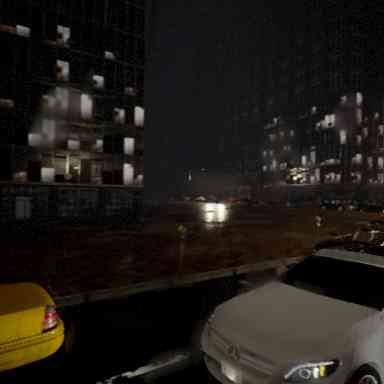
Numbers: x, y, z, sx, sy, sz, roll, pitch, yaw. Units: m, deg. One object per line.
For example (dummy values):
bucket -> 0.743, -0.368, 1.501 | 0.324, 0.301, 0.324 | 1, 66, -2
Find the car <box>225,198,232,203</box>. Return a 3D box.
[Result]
car -> 9.471, 1.982, 79.672 | 1.802, 1.307, 4.206 | 1, -1, -23

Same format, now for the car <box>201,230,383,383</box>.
car -> 2.314, 1.526, 4.573 | 4.674, 1.442, 1.812 | 0, 0, -34

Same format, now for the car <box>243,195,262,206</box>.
car -> 11.039, 1.591, 55.984 | 1.967, 1.590, 4.097 | 1, -1, -23

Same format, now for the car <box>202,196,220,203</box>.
car -> 4.440, 1.663, 71.408 | 1.967, 1.590, 4.097 | 1, -1, -23

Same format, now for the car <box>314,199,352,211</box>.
car -> 17.636, 1.629, 40.559 | 2.008, 1.369, 4.403 | 1, -1, -23

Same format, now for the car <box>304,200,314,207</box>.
car -> 20.408, 1.806, 54.111 | 1.752, 1.417, 4.829 | 1, -1, -23

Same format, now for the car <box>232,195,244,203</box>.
car -> 11.676, 1.691, 74.531 | 2.192, 1.841, 5.009 | 1, -1, -23

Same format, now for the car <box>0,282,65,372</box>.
car -> -3.887, 1.519, 3.306 | 4.829, 1.417, 1.752 | 0, 1, -36

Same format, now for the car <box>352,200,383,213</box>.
car -> 19.835, 1.620, 35.418 | 1.947, 1.339, 4.313 | 1, -1, -23

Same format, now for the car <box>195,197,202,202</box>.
car -> 2.306, 1.772, 76.392 | 1.752, 1.417, 4.829 | 1, -1, -23

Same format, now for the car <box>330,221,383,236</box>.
car -> 5.276, 1.555, 9.616 | 4.403, 1.369, 2.008 | 0, 1, -34

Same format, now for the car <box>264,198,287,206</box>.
car -> 16.074, 1.879, 64.241 | 2.008, 1.369, 4.403 | 1, -1, -23

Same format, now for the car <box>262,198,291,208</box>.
car -> 13.237, 1.678, 50.842 | 2.008, 1.369, 4.403 | 1, -1, -23

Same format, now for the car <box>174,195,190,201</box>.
car -> -2.157, 1.610, 86.832 | 2.192, 1.841, 5.009 | 1, -1, -23

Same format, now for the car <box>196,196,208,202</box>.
car -> 2.803, 1.999, 95.259 | 1.752, 1.417, 4.829 | 1, -1, -23

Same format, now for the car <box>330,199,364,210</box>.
car -> 22.676, 1.806, 48.811 | 2.008, 1.369, 4.403 | 1, -1, -23
